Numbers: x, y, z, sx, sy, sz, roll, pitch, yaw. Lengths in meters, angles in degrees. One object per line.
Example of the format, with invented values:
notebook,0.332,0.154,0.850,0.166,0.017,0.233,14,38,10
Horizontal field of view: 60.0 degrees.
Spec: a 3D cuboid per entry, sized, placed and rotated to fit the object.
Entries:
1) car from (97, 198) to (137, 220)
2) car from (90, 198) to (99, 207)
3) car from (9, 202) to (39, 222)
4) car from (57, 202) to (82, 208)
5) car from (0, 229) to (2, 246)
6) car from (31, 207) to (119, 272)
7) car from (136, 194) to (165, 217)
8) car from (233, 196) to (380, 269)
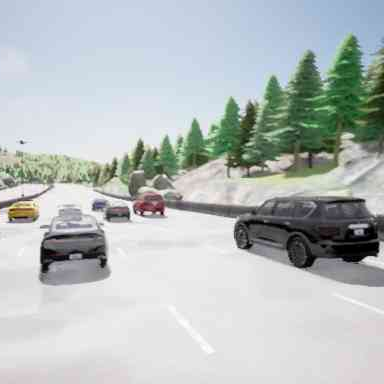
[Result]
car,-6.268,1.496,27.208,2.128,1.511,4.902,-1,0,-21
car,-11.388,1.506,40.824,1.882,1.535,5.008,-1,0,-21
car,-14.005,1.563,27.897,1.882,1.535,5.008,-1,0,-21
car,-10.263,1.570,27.890,1.812,1.442,4.674,-1,0,-21
car,-7.571,1.655,10.786,1.895,1.301,4.718,-1,0,-21
car,-3.946,1.506,11.086,2.128,1.511,4.902,-1,0,-21
car,-4.224,1.193,31.707,2.150,2.045,5.566,-1,0,-21
car,3.456,1.156,11.278,2.150,2.045,5.566,-1,0,-21
